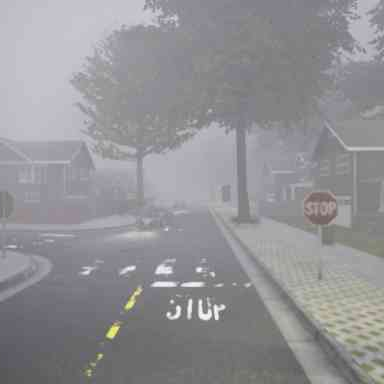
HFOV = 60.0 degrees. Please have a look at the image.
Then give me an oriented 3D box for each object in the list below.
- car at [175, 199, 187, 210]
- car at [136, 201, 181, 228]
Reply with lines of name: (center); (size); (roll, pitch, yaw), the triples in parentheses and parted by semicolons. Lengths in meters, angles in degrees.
car: (-1.687, 1.757, 48.001); (2.128, 1.511, 4.902); (0, 0, 1)
car: (-2.491, 1.704, 23.690); (2.128, 1.511, 4.902); (0, 1, 9)
